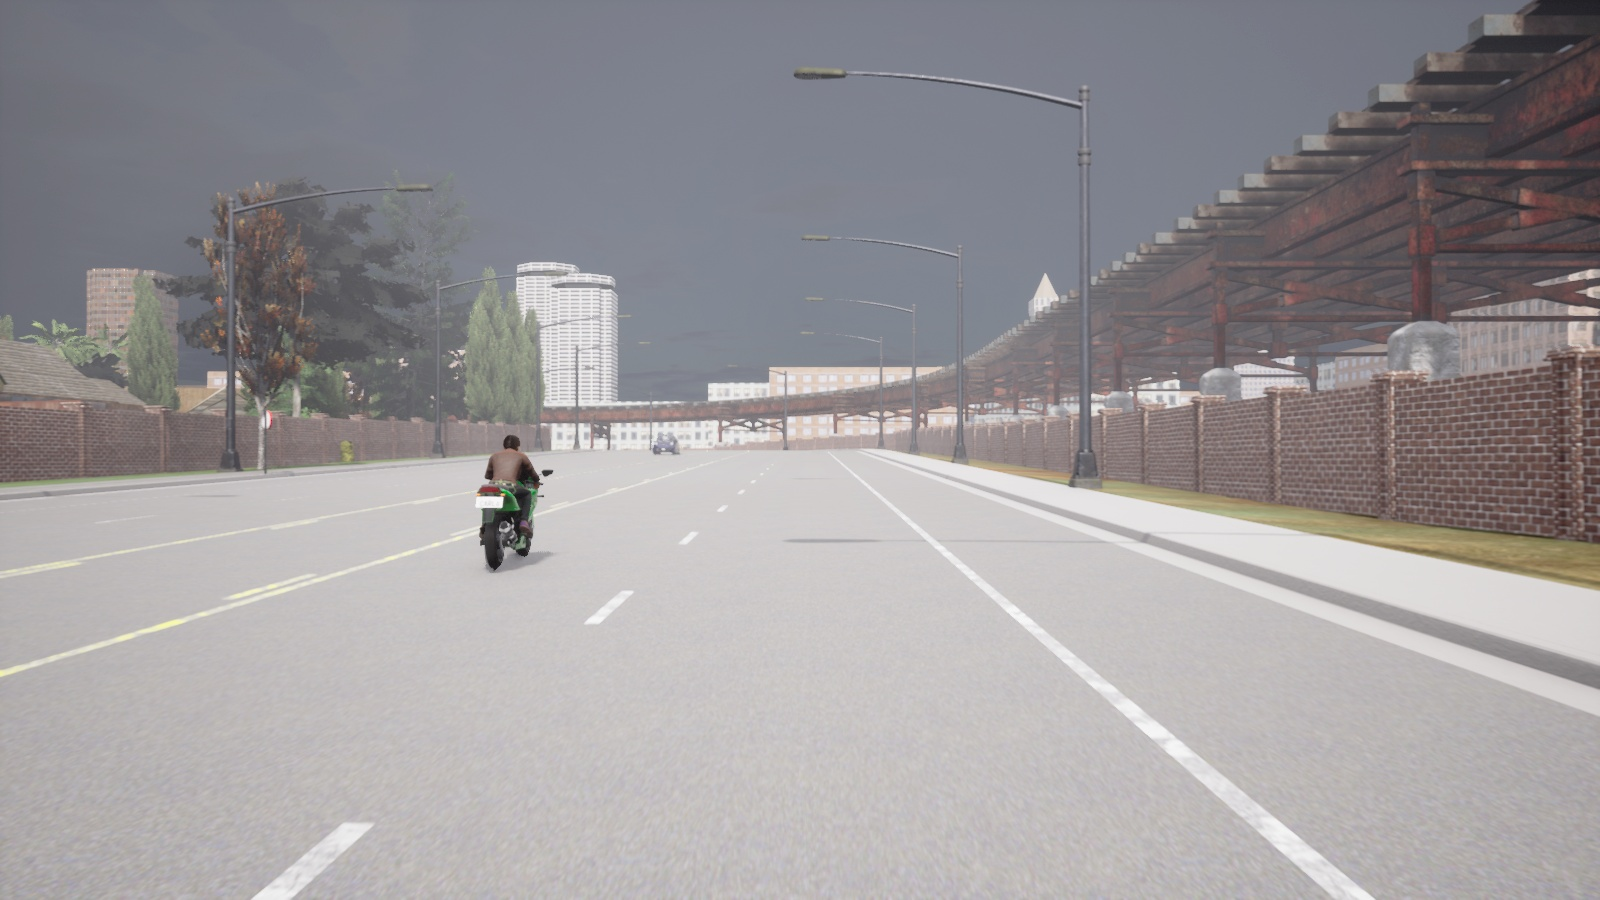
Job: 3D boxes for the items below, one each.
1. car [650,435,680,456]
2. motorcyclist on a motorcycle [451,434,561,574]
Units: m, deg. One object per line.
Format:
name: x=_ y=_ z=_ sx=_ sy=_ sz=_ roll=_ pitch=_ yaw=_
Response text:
car: x=-9.939 y=-0.361 z=92.841 sx=1.845 sy=1.501 sz=3.633 roll=0 pitch=1 yaw=0
motorcyclist on a motorcycle: x=-3.398 y=0.577 z=14.717 sx=0.797 sy=1.523 sz=2.044 roll=0 pitch=1 yaw=0
